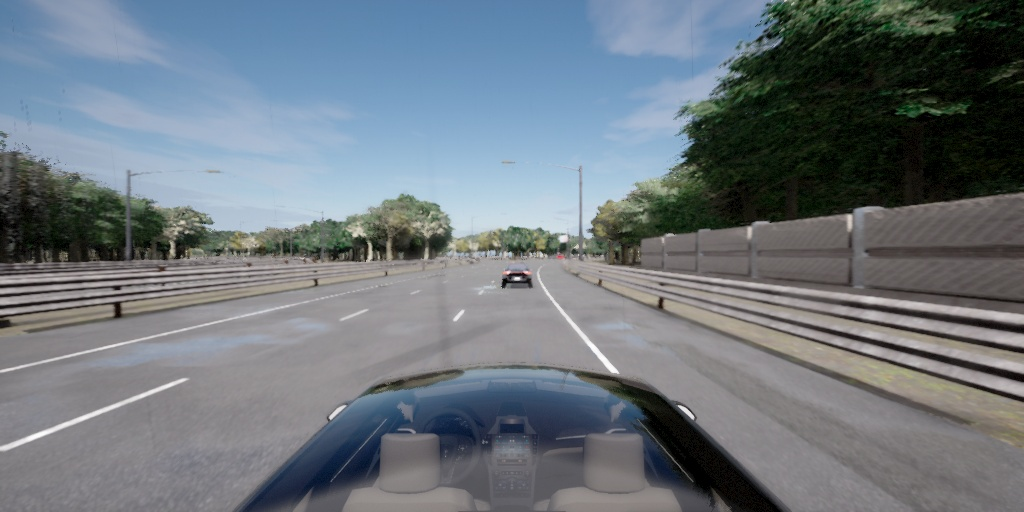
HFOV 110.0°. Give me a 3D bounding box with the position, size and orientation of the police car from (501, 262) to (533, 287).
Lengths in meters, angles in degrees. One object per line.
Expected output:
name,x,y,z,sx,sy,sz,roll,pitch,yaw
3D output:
police car,0.380,1.166,23.767,2.038,1.542,4.974,0,0,2
